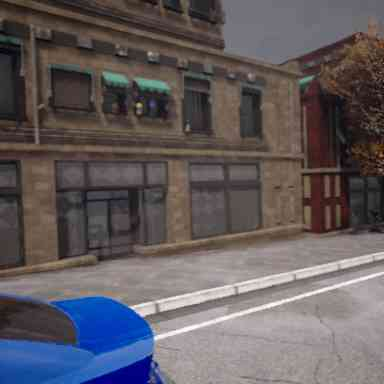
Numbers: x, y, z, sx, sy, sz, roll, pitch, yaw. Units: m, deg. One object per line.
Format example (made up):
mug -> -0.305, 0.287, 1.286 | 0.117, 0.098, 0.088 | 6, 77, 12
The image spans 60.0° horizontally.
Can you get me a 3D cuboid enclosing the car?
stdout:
car -> -2.566, 1.479, 1.852 | 5.008, 1.535, 1.882 | 0, 0, -35
